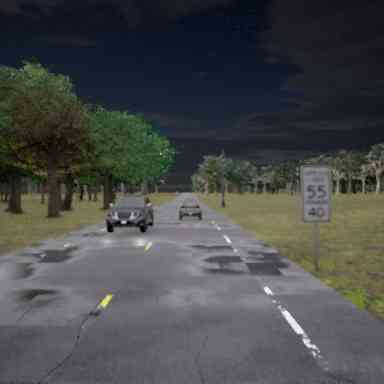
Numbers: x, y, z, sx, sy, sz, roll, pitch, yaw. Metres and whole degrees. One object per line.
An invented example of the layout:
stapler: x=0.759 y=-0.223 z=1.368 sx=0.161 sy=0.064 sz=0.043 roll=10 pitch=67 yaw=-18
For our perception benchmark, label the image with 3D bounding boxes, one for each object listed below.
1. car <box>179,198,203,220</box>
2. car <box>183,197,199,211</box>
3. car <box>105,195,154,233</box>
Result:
car: x=-0.113 y=1.549 z=28.792 sx=2.128 sy=1.511 sz=4.902 roll=0 pitch=0 yaw=0
car: x=-0.153 y=1.618 z=45.004 sx=2.097 sy=1.767 sz=4.553 roll=0 pitch=-1 yaw=0
car: x=-3.597 y=1.235 z=20.203 sx=2.150 sy=2.045 sz=5.566 roll=0 pitch=0 yaw=0
